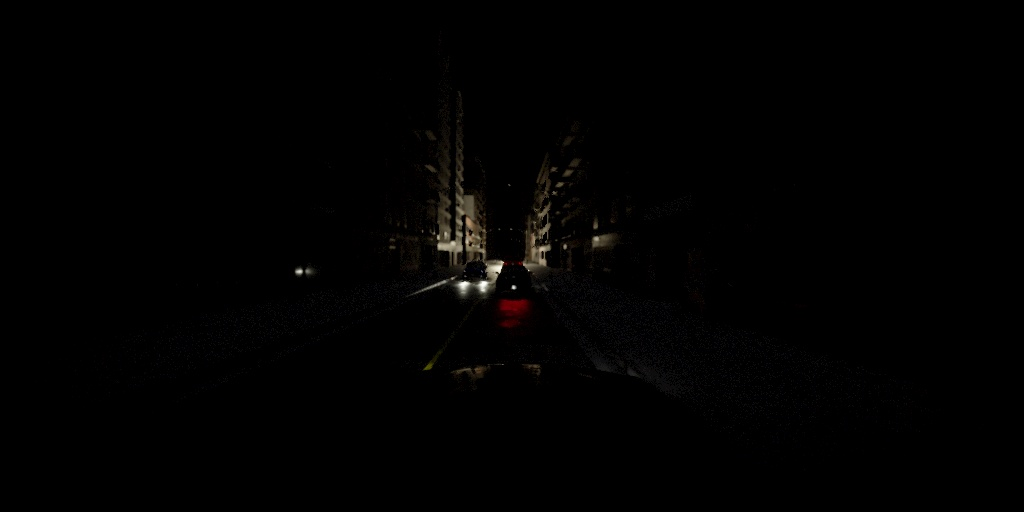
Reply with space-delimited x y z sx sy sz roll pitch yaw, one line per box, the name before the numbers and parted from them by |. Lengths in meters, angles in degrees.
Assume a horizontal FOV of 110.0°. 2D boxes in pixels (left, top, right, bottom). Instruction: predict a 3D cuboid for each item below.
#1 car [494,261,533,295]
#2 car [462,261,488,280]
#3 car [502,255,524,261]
car | 0.092 1.251 19.865 1.837 1.490 4.892 0 1 0
car | -3.093 1.215 30.851 1.882 1.535 5.008 0 0 0
car | 0.101 0.951 40.187 2.150 2.045 5.566 0 0 0
